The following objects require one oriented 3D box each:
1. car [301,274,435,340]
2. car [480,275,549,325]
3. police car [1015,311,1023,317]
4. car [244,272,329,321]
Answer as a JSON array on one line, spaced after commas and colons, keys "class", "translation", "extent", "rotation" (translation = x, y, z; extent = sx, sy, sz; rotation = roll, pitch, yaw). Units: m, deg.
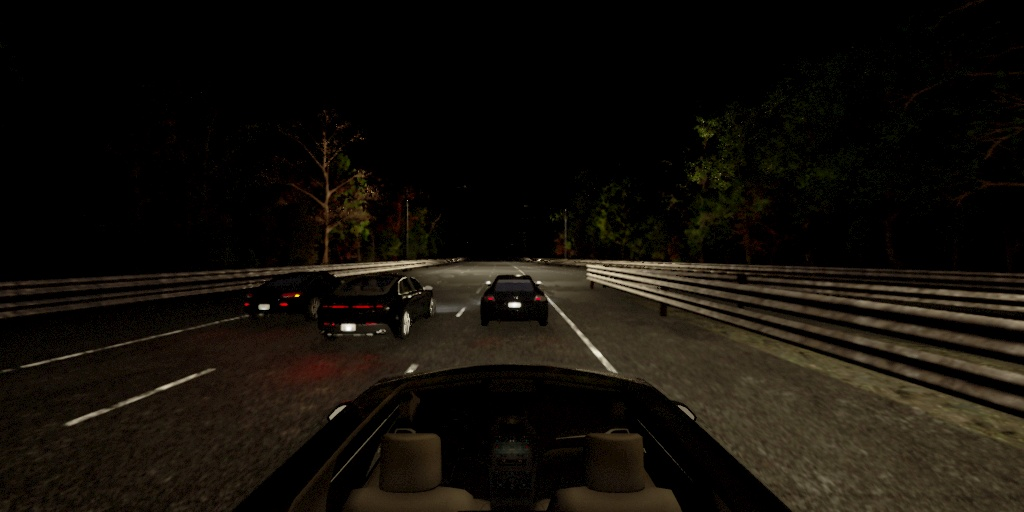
[{"class": "car", "translation": [-3.430, 1.238, 9.912], "extent": [1.837, 1.490, 4.892], "rotation": [0, 0, 0]}, {"class": "car", "translation": [0.058, 1.293, 11.726], "extent": [1.994, 1.385, 4.181], "rotation": [0, 0, 0]}, {"class": "police car", "translation": [14.764, 1.290, 7.451], "extent": [2.038, 1.542, 4.974], "rotation": [0, 0, -14]}, {"class": "car", "translation": [-6.945, 1.255, 12.329], "extent": [1.812, 1.442, 4.674], "rotation": [0, 0, 0]}]
